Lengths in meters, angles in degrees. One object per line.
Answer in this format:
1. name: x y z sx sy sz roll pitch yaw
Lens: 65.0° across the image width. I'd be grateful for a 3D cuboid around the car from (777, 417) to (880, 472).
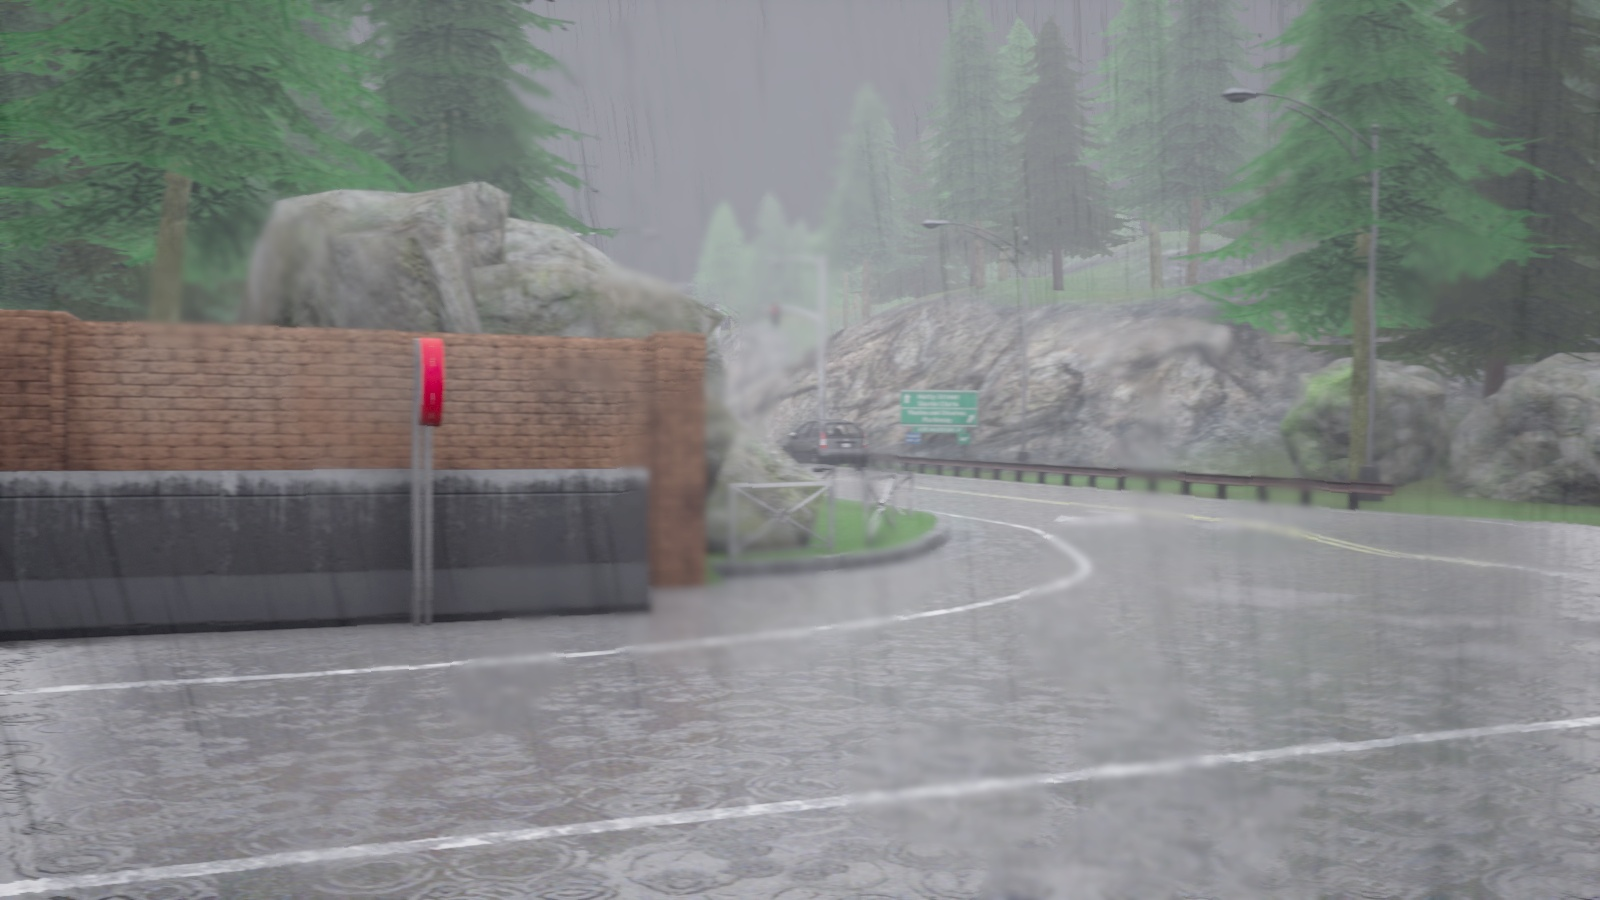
1. car: 0.830 -0.198 39.395 1.851 1.617 3.988 -1 1 -20
